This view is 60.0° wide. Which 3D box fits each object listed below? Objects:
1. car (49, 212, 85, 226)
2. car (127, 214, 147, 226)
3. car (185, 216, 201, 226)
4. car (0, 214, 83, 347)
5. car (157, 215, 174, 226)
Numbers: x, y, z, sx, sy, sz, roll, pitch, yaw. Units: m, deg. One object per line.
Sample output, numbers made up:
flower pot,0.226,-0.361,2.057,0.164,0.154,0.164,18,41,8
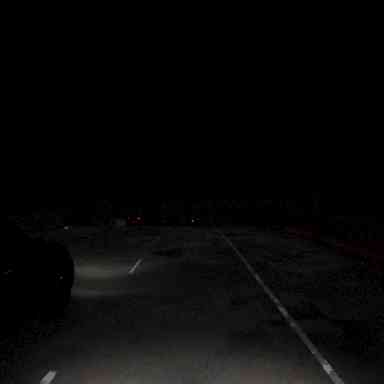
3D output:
car,-14.097,3.181,37.951,2.033,1.411,5.357,0,-7,0
car,-6.900,3.603,41.741,1.837,1.490,4.892,0,-7,0
car,0.100,3.760,42.473,1.994,1.385,4.181,0,-7,0
car,-3.400,1.243,4.238,2.150,2.045,5.566,0,0,0
car,-3.400,3.705,42.350,1.812,1.442,4.674,0,-7,0
